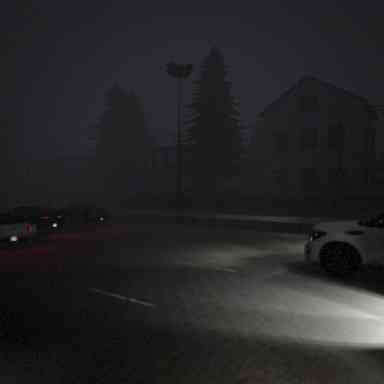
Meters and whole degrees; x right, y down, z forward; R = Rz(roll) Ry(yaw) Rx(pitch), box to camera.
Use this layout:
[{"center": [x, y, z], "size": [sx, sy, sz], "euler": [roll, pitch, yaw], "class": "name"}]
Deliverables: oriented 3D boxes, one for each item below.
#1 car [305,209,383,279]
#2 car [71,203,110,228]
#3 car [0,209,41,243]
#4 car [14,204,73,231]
[{"center": [5.833, 1.221, 8.430], "size": [5.566, 2.045, 2.150], "euler": [0, 0, 36], "class": "car"}, {"center": [-7.652, 1.481, 22.351], "size": [4.902, 1.511, 2.128], "euler": [0, 0, 36], "class": "car"}, {"center": [-8.994, 1.592, 14.708], "size": [4.718, 1.301, 1.895], "euler": [0, 0, 36], "class": "car"}, {"center": [-9.320, 1.496, 19.241], "size": [4.892, 1.490, 1.837], "euler": [1, 0, 36], "class": "car"}]
